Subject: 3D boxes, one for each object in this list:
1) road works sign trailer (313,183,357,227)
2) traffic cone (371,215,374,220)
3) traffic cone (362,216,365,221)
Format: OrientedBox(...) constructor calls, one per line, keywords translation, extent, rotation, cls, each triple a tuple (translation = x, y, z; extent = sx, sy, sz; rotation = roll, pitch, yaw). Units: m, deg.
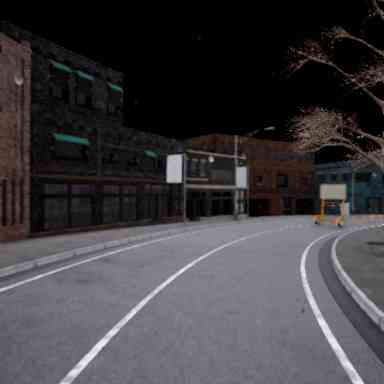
OrientedBox(translation=(11.936, 1.031, 27.933), extent=(2.880, 3.560, 2.380), rotation=(2, -1, -37), cls="road works sign trailer")
OrientedBox(translation=(19.498, 2.764, 35.919), extent=(0.340, 0.580, 0.340), rotation=(2, 0, -38), cls="traffic cone")
OrientedBox(translation=(17.925, 2.717, 34.686), extent=(0.340, 0.580, 0.340), rotation=(2, 0, -38), cls="traffic cone")
